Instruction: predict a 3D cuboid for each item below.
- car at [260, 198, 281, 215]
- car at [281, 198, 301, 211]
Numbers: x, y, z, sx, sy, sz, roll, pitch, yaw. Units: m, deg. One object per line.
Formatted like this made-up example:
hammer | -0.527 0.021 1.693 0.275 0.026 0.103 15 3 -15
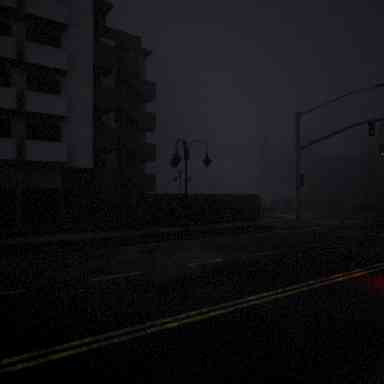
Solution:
car | 6.277 1.477 34.245 1.882 1.535 5.008 0 0 -37
car | 10.703 1.491 40.133 2.128 1.511 4.902 0 0 -38
